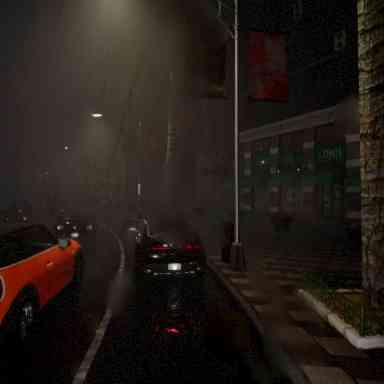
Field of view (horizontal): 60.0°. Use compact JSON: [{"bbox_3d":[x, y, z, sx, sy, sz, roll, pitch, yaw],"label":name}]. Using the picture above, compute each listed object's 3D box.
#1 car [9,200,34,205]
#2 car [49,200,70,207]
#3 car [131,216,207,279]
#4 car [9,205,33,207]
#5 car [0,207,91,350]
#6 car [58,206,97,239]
[{"bbox_3d":[-15.793,1.464,30.829,1.882,1.535,5.008,0,0,-25],"label":"car"},{"bbox_3d":[-13.199,1.514,33.268,1.812,1.442,4.674,0,0,-25],"label":"car"},{"bbox_3d":[-0.838,1.502,10.176,1.837,1.490,4.892,0,0,-10],"label":"car"},{"bbox_3d":[-8.796,1.540,15.063,2.033,1.411,5.357,0,0,-18],"label":"car"},{"bbox_3d":[-3.552,1.349,6.321,2.097,1.767,4.553,0,0,-5],"label":"car"},{"bbox_3d":[-5.831,1.596,16.804,1.895,1.301,4.718,0,0,-18],"label":"car"}]
